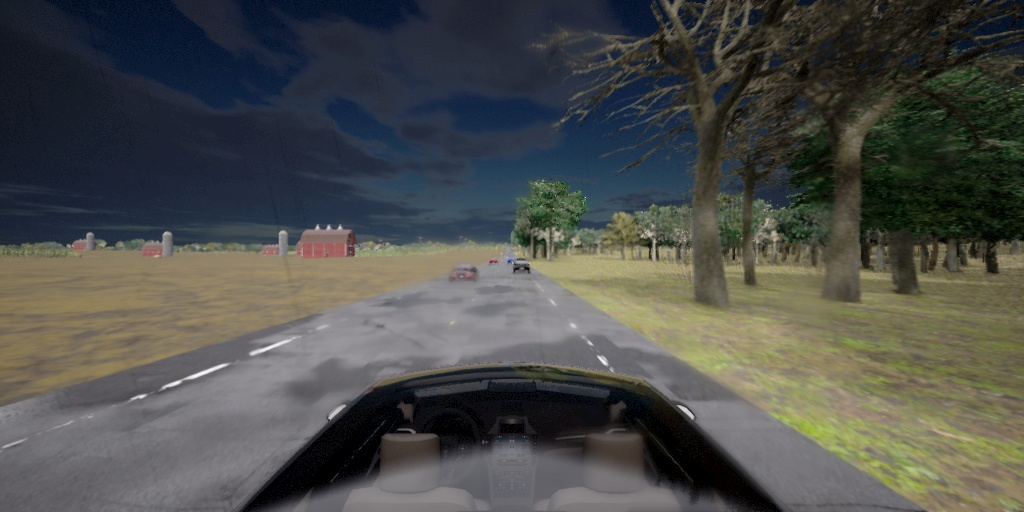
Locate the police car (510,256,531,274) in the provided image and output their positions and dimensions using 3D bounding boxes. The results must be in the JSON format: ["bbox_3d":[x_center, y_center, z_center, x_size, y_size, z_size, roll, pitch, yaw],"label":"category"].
[{"bbox_3d":[1.050,1.084,40.017,1.930,1.638,5.238,0,0,0],"label":"police car"}]

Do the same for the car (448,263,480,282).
[{"bbox_3d":[-3.578,1.262,27.443,1.994,1.385,4.181,0,0,0],"label":"car"}]
